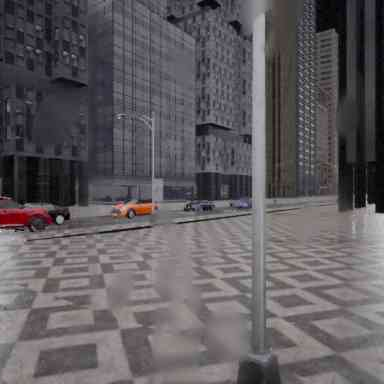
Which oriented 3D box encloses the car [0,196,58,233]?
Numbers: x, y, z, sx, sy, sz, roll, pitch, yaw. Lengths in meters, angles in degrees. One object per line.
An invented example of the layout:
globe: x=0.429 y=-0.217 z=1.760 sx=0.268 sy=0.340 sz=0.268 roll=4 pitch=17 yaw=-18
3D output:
car: x=-10.136 y=1.206 z=17.006 sx=2.150 sy=2.045 sz=5.566 roll=0 pitch=0 yaw=36

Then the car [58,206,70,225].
car: x=-10.527 y=1.458 z=21.890 sx=1.882 sy=1.535 sz=5.008 roll=0 pitch=0 yaw=36

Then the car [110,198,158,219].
car: x=-5.036 y=1.320 z=29.392 sx=2.097 sy=1.767 sz=4.553 roll=0 pitch=0 yaw=36

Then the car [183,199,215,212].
car: x=0.864 y=1.519 z=37.453 sx=1.994 sy=1.385 sz=4.181 roll=0 pitch=0 yaw=36

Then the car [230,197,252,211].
car: x=7.139 y=1.494 z=40.615 sx=2.033 sy=1.411 sz=5.357 roll=0 pitch=0 yaw=36
